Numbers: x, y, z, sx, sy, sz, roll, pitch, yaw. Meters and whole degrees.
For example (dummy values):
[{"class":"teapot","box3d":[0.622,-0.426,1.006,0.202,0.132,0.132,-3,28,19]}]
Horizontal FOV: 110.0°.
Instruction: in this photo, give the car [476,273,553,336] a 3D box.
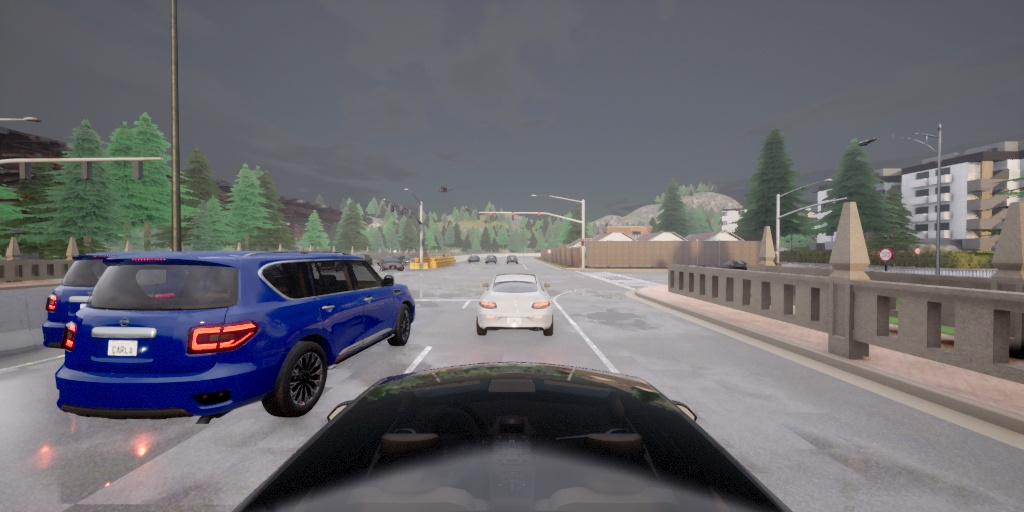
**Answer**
[{"class":"car","box3d":[0.110,1.195,9.993,1.812,1.442,4.674,0,1,2]}]

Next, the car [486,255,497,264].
[{"class":"car","box3d":[-3.464,0.562,60.943,2.033,1.411,5.357,0,1,0]}]

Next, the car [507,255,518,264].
[{"class":"car","box3d":[0.037,0.562,60.953,2.033,1.411,5.357,0,1,0]}]

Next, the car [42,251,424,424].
[{"class":"car","box3d":[-3.487,0.934,6.073,2.150,2.045,5.566,0,1,4]}]

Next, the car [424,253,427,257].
[{"class":"car","box3d":[-14.147,0.632,51.099,2.128,1.511,4.902,0,1,0]}]

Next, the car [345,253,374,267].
[{"class":"car","box3d":[-21.145,0.509,49.919,2.097,1.767,4.553,0,1,0]}]

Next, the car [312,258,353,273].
[{"class":"car","box3d":[-17.634,0.907,35.438,1.994,1.385,4.181,0,1,0]}]

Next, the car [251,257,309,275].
[{"class":"car","box3d":[-21.134,0.866,32.998,2.128,1.511,4.902,0,1,0]}]

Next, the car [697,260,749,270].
[{"class":"car","box3d":[18.037,1.014,29.982,4.718,1.301,1.895,0,1,2]}]

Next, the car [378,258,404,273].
[{"class":"car","box3d":[-12.223,0.898,36.130,1.994,1.385,4.181,-1,1,-25]}]
